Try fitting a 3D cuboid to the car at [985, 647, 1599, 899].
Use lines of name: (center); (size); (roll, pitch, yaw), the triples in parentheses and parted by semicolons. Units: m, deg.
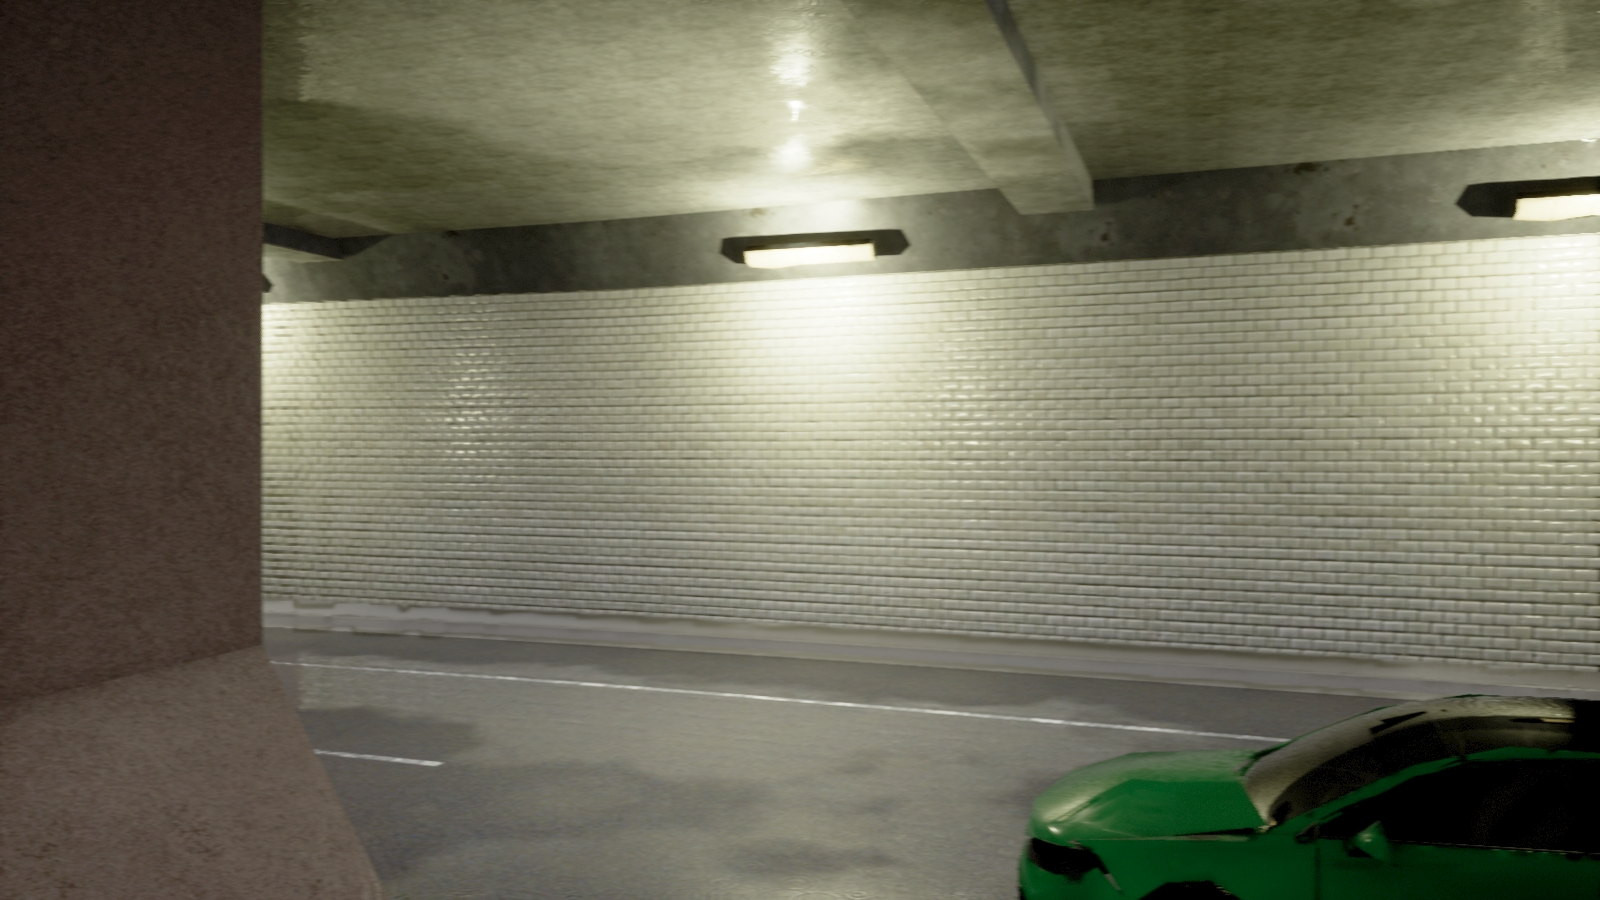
car: (3.584, 2.060, 5.758); (4.892, 1.480, 2.231); (0, 0, 21)
